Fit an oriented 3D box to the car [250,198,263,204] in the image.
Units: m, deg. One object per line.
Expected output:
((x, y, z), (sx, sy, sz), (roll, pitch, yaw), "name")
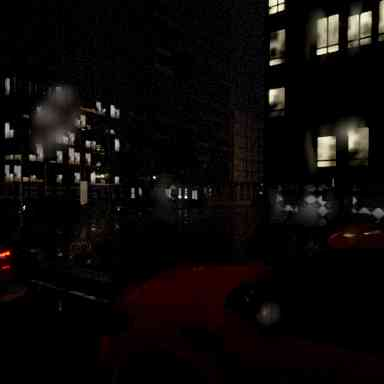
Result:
((11.628, 1.793, 55.953), (2.033, 1.411, 5.357), (1, 0, 37), "car")

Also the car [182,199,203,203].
((-0.155, 1.676, 45.448), (1.812, 1.442, 4.674), (1, 0, 36), "car")

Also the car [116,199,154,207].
((-6.310, 1.595, 37.198), (2.128, 1.511, 4.902), (1, 0, 37), "car")

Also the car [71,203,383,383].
((1.773, 1.222, 2.421), (5.566, 2.045, 2.150), (0, 0, 35), "car")

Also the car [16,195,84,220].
((-12.245, 1.280, 29.174), (2.150, 2.045, 5.566), (1, 0, 39), "car")

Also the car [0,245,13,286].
((-6.128, 1.522, 8.041), (4.674, 1.442, 1.812), (0, 0, 35), "car")
